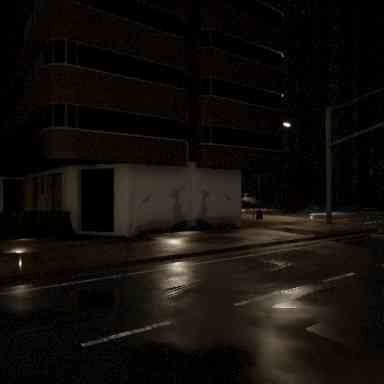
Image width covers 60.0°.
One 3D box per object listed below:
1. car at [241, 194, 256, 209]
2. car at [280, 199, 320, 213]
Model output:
[{"bbox_3d":[6.123,1.478,45.858,1.882,1.535,5.008,0,0,-35],"label":"car"},{"bbox_3d":[12.115,1.526,37.590,1.812,1.442,4.674,0,0,-36],"label":"car"}]
